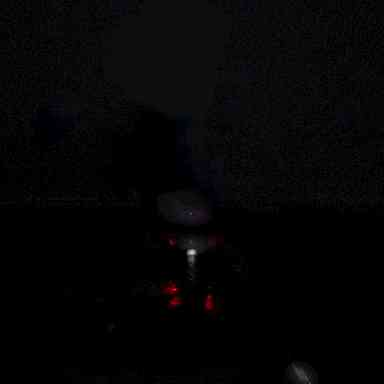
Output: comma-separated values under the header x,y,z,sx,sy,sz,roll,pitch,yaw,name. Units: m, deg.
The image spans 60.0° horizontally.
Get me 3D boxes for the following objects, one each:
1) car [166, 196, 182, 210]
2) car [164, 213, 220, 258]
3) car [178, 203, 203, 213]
x,y,z,sx,sy,sz,roll,pitch,yaw,name
-2.765,1.663,52.524,2.150,2.045,5.566,0,-1,0,car
0.015,1.720,13.248,1.895,1.301,4.718,0,0,0,car
0.013,1.849,28.246,1.895,1.301,4.718,0,0,0,car
